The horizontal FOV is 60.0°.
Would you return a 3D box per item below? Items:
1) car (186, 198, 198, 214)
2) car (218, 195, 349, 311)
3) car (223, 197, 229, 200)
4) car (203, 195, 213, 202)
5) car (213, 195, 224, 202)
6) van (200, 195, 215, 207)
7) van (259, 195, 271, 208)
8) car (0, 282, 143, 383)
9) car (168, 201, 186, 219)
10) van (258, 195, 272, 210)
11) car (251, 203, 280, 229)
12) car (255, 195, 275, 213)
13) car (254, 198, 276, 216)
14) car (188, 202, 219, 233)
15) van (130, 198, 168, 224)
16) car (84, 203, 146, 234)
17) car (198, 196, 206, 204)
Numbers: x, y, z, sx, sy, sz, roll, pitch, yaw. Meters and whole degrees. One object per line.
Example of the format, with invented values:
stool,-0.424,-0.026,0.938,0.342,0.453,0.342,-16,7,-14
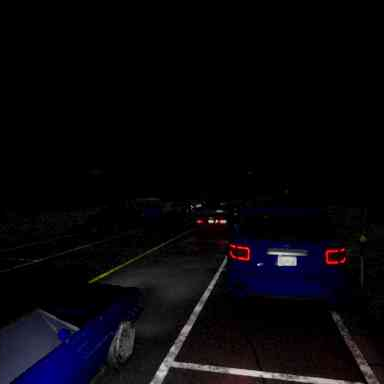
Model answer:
car,-1.031,1.571,35.118,1.947,1.339,4.313,0,0,12
car,2.126,1.220,8.049,2.150,2.045,5.566,0,0,12
car,4.601,1.483,33.905,1.882,1.535,5.008,0,0,12
car,1.293,1.451,45.742,1.967,1.590,4.097,0,0,12
car,4.582,1.511,47.845,2.128,1.511,4.902,0,0,12
van,2.456,1.354,51.054,1.690,1.788,3.998,0,0,12
van,10.784,1.355,49.232,1.690,1.788,3.998,0,0,12
car,-2.060,1.600,2.977,1.895,1.301,4.718,0,0,12
car,-2.229,1.529,29.641,1.752,1.417,4.829,0,0,12
van,9.621,1.352,43.920,1.690,1.788,3.998,0,0,12
car,5.009,1.528,22.838,1.752,1.417,4.829,0,0,12
car,8.459,1.323,38.608,2.192,1.841,5.009,0,0,12
car,7.297,1.446,33.296,1.967,1.590,4.097,0,0,12
car,1.504,1.549,19.275,2.033,1.411,5.357,0,0,12
van,-3.356,1.343,24.495,1.690,1.788,3.998,0,0,12
car,-4.517,1.567,19.182,1.947,1.339,4.313,0,0,12
car,0.095,1.533,40.264,1.752,1.417,4.829,0,0,12
